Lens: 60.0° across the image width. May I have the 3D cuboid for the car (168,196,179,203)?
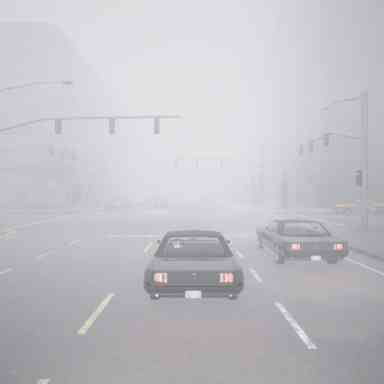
[{"bbox_3d":[-3.796,1.563,69.218,1.994,1.385,4.181,0,0,1],"label":"car"}]

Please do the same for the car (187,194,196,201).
[{"bbox_3d":[-0.114,1.355,87.333,2.097,1.767,4.553,0,0,1],"label":"car"}]

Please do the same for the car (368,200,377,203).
[{"bbox_3d":[19.269,1.547,30.848,4.902,1.511,2.128,0,0,0],"label":"car"}]

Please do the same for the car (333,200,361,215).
[{"bbox_3d":[17.206,1.533,34.350,5.008,1.535,1.882,0,0,0],"label":"car"}]

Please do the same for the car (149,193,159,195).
[{"bbox_3d":[-7.391,1.223,64.041,2.150,2.045,5.566,0,0,1],"label":"car"}]

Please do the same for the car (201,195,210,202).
[{"bbox_3d":[3.288,1.595,77.487,1.895,1.301,4.718,0,0,1],"label":"car"}]

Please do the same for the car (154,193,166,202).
[{"bbox_3d":[-7.240,1.222,74.847,2.150,2.045,5.566,0,0,1],"label":"car"}]

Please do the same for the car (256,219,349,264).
[{"bbox_3d":[3.548,1.601,11.734,1.895,1.301,4.718,0,0,0],"label":"car"}]

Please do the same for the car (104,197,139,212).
[{"bbox_3d":[-8.555,1.365,39.415,2.097,1.767,4.553,0,1,16],"label":"car"}]

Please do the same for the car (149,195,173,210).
[{"bbox_3d":[-3.991,1.491,44.173,2.128,1.511,4.902,0,0,0],"label":"car"}]

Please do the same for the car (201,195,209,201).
[{"bbox_3d":[3.387,1.553,87.462,1.994,1.385,4.181,0,0,1],"label":"car"}]

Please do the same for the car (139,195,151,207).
[{"bbox_3d":[-7.528,1.526,50.795,1.812,1.442,4.674,0,0,0],"label":"car"}]

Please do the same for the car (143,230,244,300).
[{"bbox_3d":[0.042,1.601,8.348,1.895,1.301,4.718,0,0,0],"label":"car"}]

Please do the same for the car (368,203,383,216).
[{"bbox_3d":[3.593,1.221,1.982,2.150,2.045,5.566,0,0,0],"label":"car"}]

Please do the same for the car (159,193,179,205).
[{"bbox_3d":[-3.985,1.225,57.656,2.150,2.045,5.566,0,0,1],"label":"car"}]
